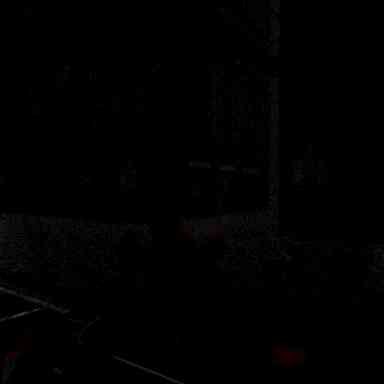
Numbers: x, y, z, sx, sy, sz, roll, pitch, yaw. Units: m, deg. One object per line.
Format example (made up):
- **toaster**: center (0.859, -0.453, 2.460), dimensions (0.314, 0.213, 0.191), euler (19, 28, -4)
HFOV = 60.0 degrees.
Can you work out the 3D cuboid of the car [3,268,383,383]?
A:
- **car**: center (0.141, 1.431, 2.859), dimensions (4.097, 1.590, 1.967), euler (0, 0, 36)
